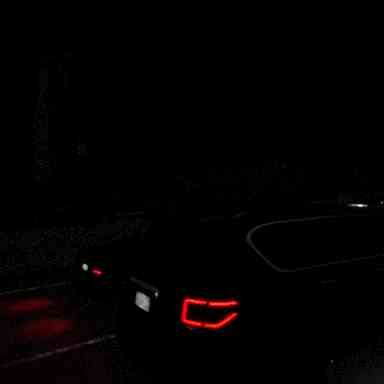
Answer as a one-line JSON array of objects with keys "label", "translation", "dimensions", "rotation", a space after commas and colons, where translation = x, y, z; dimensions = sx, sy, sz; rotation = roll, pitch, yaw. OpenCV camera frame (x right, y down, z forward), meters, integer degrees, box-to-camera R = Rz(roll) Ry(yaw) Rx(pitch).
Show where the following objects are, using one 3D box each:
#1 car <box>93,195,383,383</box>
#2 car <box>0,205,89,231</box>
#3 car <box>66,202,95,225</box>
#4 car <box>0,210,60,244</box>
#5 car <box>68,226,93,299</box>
[{"label": "car", "translation": [1.678, 1.179, 4.947], "dimensions": [5.566, 2.045, 2.150], "rotation": [-1, 0, -36]}, {"label": "car", "translation": [-6.678, 1.462, 12.128], "dimensions": [5.008, 1.535, 1.882], "rotation": [-1, 0, -36]}, {"label": "car", "translation": [-7.194, 1.417, 20.363], "dimensions": [5.008, 1.535, 1.882], "rotation": [-1, 0, -36]}, {"label": "car", "translation": [-8.686, 1.585, 14.993], "dimensions": [4.718, 1.301, 1.895], "rotation": [-1, 0, -36]}, {"label": "car", "translation": [-0.065, 1.501, 8.001], "dimensions": [5.357, 1.411, 2.033], "rotation": [-1, 0, -36]}]
